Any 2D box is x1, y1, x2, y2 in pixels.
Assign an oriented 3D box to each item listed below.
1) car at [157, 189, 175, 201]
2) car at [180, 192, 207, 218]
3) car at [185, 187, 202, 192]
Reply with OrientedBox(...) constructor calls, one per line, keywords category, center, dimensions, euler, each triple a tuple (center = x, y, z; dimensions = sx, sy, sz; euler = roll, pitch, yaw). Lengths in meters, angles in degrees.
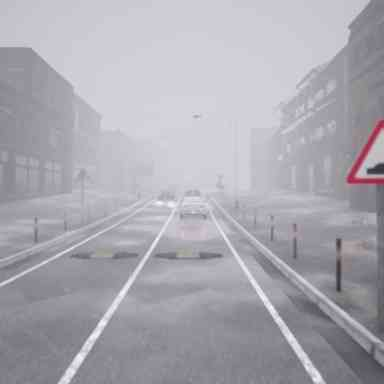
OrientedBox(category="car", center=(-3.071, 0.298, 40.559), dimensions=(1.895, 1.301, 4.718), euler=(0, 3, 1))
OrientedBox(category="car", center=(0.088, 1.026, 24.335), dimensions=(1.812, 1.442, 4.674), euler=(0, 2, 0))
OrientedBox(category="car", center=(0.124, 0.120, 42.291), dimensions=(2.163, 1.488, 4.792), euler=(0, 3, 1))
